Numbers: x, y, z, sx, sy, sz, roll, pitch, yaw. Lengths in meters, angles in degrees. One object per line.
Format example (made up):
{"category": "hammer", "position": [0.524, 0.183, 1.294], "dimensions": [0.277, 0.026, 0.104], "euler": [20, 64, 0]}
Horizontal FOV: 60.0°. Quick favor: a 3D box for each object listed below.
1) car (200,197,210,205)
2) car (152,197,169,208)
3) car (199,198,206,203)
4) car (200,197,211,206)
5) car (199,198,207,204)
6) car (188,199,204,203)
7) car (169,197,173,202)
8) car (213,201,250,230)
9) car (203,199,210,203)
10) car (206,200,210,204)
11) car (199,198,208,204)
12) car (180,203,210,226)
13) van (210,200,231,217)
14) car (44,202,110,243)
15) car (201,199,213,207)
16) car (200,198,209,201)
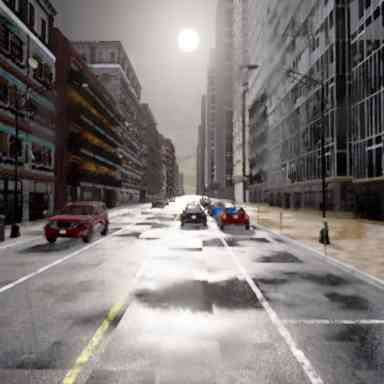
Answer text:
{"category": "car", "position": [2.775, 1.991, 73.587], "dimensions": [1.967, 1.590, 4.097], "euler": [1, 0, 0]}
{"category": "car", "position": [-5.619, 1.744, 56.645], "dimensions": [2.192, 1.841, 5.009], "euler": [1, 0, 0]}
{"category": "car", "position": [2.790, 2.256, 90.538], "dimensions": [1.802, 1.307, 4.206], "euler": [1, 0, 0]}
{"category": "car", "position": [2.770, 1.950, 67.936], "dimensions": [1.967, 1.590, 4.097], "euler": [1, 0, 0]}
{"category": "car", "position": [2.785, 2.183, 84.888], "dimensions": [2.008, 1.369, 4.403], "euler": [1, 0, 0]}
{"category": "car", "position": [0.141, 1.919, 41.772], "dimensions": [1.895, 1.301, 4.718], "euler": [0, 0, 0]}
{"category": "car", "position": [-5.612, 2.077, 67.945], "dimensions": [1.947, 1.339, 4.313], "euler": [1, 0, 0]}
{"category": "car", "position": [2.726, 1.615, 22.726], "dimensions": [1.967, 1.590, 4.097], "euler": [1, 0, 0]}
{"category": "car", "position": [2.740, 1.869, 39.680], "dimensions": [1.947, 1.339, 4.313], "euler": [1, 0, 0]}
{"category": "car", "position": [2.735, 1.826, 34.029], "dimensions": [1.947, 1.339, 4.313], "euler": [1, 0, 0]}
{"category": "car", "position": [2.779, 2.143, 79.237], "dimensions": [2.008, 1.369, 4.403], "euler": [1, 0, 0]}
{"category": "car", "position": [0.126, 1.759, 25.445], "dimensions": [1.994, 1.385, 4.181], "euler": [0, 0, 0]}
{"category": "van", "position": [2.733, 1.559, 28.379], "dimensions": [1.690, 1.788, 3.998], "euler": [1, 0, 0]}
{"category": "car", "position": [-5.657, 1.448, 17.087], "dimensions": [2.192, 1.841, 5.009], "euler": [1, 0, 0]}
{"category": "car", "position": [2.763, 2.014, 62.283], "dimensions": [1.887, 1.381, 4.507], "euler": [1, 0, 0]}
{"category": "car", "position": [2.757, 1.994, 56.633], "dimensions": [1.947, 1.339, 4.313], "euler": [1, 0, 0]}
